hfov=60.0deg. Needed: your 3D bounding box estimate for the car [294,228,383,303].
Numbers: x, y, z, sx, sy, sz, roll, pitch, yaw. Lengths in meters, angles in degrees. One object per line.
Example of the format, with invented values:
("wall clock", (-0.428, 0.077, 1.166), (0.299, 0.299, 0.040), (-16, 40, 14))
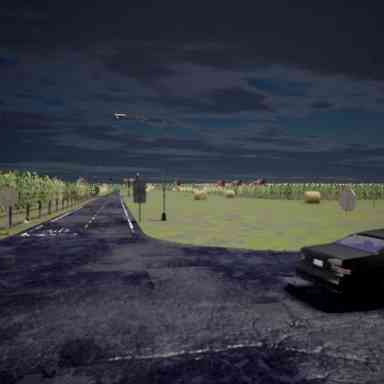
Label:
("car", (5.116, 1.565, 7.679), (5.357, 1.411, 2.033), (0, 1, -14))
